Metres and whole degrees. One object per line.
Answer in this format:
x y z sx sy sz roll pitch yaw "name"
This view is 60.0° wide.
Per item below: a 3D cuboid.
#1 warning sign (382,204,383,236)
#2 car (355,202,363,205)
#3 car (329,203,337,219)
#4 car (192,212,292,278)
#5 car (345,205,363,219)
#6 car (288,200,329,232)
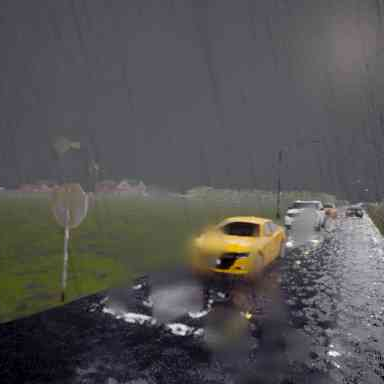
11.986 1.645 19.565 1.300 1.860 1.060 2 -1 26 "warning sign"
24.057 2.629 49.106 1.882 1.535 5.008 2 0 27 "car"
15.624 2.114 38.614 2.097 1.767 4.553 2 0 27 "car"
1.737 1.579 10.883 1.882 1.535 5.008 2 0 26 "car"
19.648 2.530 40.262 1.895 1.301 4.718 2 0 27 "car"
8.279 1.630 23.995 2.150 2.045 5.566 2 -1 27 "car"
